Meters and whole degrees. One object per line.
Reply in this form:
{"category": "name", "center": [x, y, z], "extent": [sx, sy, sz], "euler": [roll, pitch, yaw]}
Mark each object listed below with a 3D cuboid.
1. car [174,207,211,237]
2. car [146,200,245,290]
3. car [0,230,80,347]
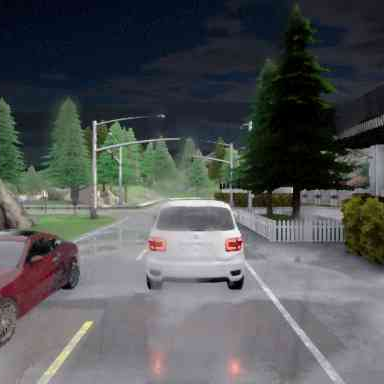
{"category": "car", "center": [0.015, 1.601, 18.997], "extent": [1.895, 1.301, 4.718], "euler": [0, 0, 0]}
{"category": "car", "center": [0.063, 1.221, 9.234], "extent": [2.150, 2.045, 5.566], "euler": [0, 0, 0]}
{"category": "car", "center": [-3.620, 1.526, 6.413], "extent": [1.812, 1.442, 4.674], "euler": [0, 0, 0]}
